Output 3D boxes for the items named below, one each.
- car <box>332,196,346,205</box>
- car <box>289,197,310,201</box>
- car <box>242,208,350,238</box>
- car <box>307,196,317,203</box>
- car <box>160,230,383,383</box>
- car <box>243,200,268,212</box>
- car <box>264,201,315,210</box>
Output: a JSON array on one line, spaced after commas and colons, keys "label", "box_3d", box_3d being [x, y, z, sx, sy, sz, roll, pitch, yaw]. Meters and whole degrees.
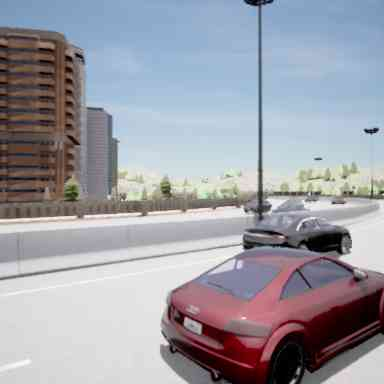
[{"label": "car", "box_3d": [27.181, 1.479, 61.628, 2.097, 1.767, 4.553, 0, 0, 17]}, {"label": "car", "box_3d": [10.623, 1.609, 35.200, 1.812, 1.442, 4.674, 0, 0, 35]}, {"label": "car", "box_3d": [3.806, 1.519, 11.636, 4.902, 1.511, 2.128, 0, 0, -41]}, {"label": "car", "box_3d": [26.068, 1.605, 72.704, 1.837, 1.490, 4.892, 0, 0, 11]}, {"label": "car", "box_3d": [1.589, 1.577, 5.240, 4.181, 1.385, 1.994, 0, 0, -38]}, {"label": "car", "box_3d": [7.359, 1.600, 36.628, 1.837, 1.490, 4.892, 0, 0, 35]}, {"label": "car", "box_3d": [7.690, 1.626, 25.801, 1.994, 1.385, 4.181, 0, 0, 41]}]
